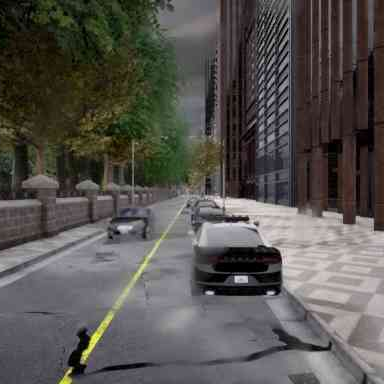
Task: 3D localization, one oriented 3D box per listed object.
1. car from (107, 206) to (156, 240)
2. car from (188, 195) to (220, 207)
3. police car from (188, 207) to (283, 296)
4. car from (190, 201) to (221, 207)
[{"bbox_3d":[-2.942,1.482,17.011,2.128,1.511,4.902,0,0,0],"label":"car"},{"bbox_3d":[0.986,1.333,24.654,2.097,1.767,4.553,0,0,0],"label":"car"},{"bbox_3d":[0.929,1.422,8.794,1.930,1.638,5.238,0,0,0],"label":"police car"},{"bbox_3d":[0.964,1.494,18.684,1.837,1.490,4.892,0,0,0],"label":"car"}]
